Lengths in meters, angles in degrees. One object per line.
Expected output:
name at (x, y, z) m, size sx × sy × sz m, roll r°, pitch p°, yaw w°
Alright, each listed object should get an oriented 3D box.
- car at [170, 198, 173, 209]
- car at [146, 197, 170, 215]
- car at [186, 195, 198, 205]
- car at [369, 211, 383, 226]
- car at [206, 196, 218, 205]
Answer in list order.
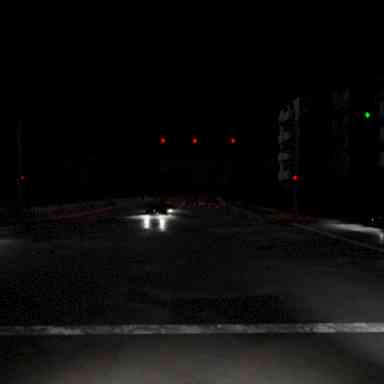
car at (-3.578, 1.453, 44.502) m, size 1.882 × 1.535 × 5.008 m, roll 0°, pitch 0°, yaw 0°
car at (-3.585, 1.507, 34.028) m, size 1.812 × 1.442 × 4.674 m, roll 0°, pitch 0°, yaw 0°
car at (-0.004, 1.320, 58.188) m, size 2.097 × 1.767 × 4.553 m, roll 0°, pitch 0°, yaw 0°
car at (13.952, 1.492, 21.269) m, size 4.892 × 1.490 × 1.837 m, roll 0°, pitch 0°, yaw -1°
car at (3.496, 1.494, 58.233) m, size 1.812 × 1.442 × 4.674 m, roll 0°, pitch 0°, yaw 0°
